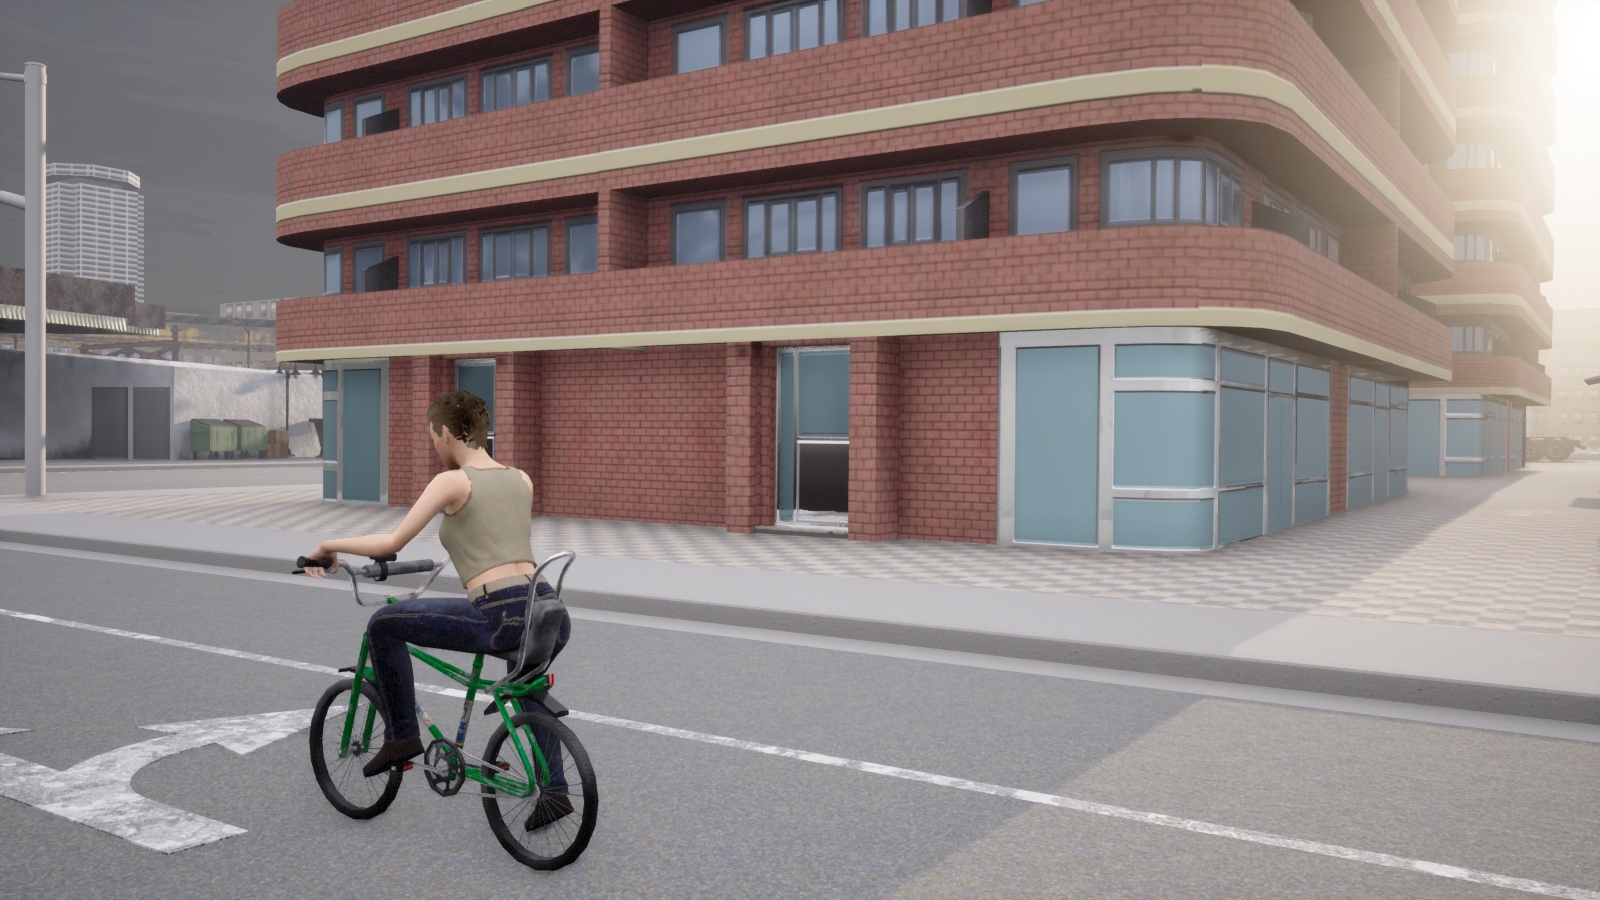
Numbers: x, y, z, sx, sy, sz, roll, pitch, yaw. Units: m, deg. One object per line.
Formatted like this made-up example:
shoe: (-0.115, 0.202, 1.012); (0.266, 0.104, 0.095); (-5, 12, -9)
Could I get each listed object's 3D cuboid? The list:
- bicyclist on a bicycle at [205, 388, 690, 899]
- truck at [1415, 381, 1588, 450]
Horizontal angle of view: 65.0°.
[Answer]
bicyclist on a bicycle: (-1.262, 0.618, 4.465); (1.509, 1.612, 0.866); (0, 1, 33)
truck: (38.043, -1.803, 68.235); (7.936, 3.462, 2.891); (-1, 0, 34)
